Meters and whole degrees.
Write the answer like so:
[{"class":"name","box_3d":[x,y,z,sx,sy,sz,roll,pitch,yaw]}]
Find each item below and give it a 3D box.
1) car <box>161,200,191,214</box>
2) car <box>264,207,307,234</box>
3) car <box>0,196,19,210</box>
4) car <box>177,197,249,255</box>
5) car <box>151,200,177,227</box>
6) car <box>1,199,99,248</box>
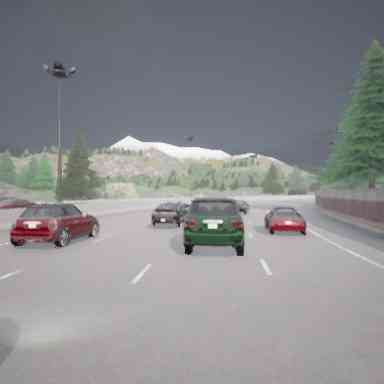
[{"class":"car","box_3d":[-1.704,1.560,36.533,1.895,1.301,4.718,0,0,15]},{"class":"car","box_3d":[5.283,1.561,19.190,1.994,1.385,4.181,0,0,9]},{"class":"car","box_3d":[-17.373,1.394,32.162,1.882,1.535,5.008,0,0,13]},{"class":"car","box_3d":[0.967,1.211,13.550,2.150,2.045,5.566,0,0,6]},{"class":"car","box_3d":[-1.313,1.466,22.161,2.128,1.511,4.902,0,0,10]},{"class":"car","box_3d":[-5.883,1.320,14.839,2.097,1.767,4.553,0,0,6]}]
